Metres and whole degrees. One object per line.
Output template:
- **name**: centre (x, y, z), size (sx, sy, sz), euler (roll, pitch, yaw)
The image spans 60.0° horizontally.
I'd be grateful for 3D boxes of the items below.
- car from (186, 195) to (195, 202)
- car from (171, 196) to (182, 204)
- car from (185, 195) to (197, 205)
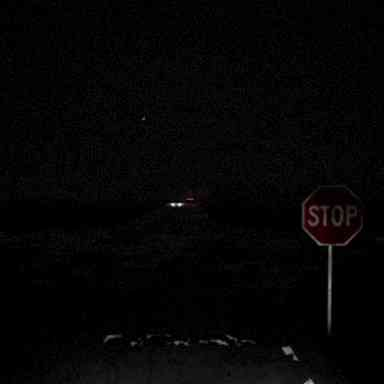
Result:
- **car**: centre (-0.251, 1.437, 70.828), size (1.812, 1.442, 4.674), euler (0, 0, 0)
- **car**: centre (-2.984, 1.570, 65.811), size (1.994, 1.385, 4.181), euler (0, 0, 0)
- **car**: centre (-0.216, 1.495, 60.790), size (2.128, 1.511, 4.902), euler (0, 0, 0)
